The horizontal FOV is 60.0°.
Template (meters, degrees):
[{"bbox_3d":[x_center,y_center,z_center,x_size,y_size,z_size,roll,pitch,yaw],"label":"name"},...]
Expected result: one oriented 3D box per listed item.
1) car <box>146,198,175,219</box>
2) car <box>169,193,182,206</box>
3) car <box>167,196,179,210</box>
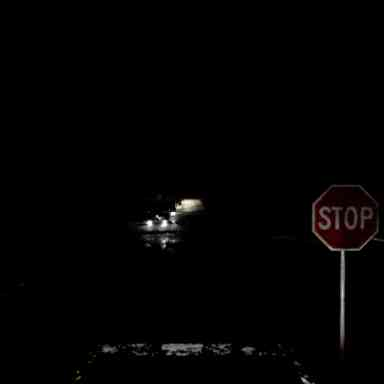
[{"bbox_3d":[-2.825,1.532,29.189,2.033,1.411,5.357,0,0,-1],"label":"car"},{"bbox_3d":[-2.836,1.173,54.441,2.150,2.045,5.566,0,0,0],"label":"car"},{"bbox_3d":[-2.852,1.500,39.085,1.812,1.442,4.674,0,0,0],"label":"car"}]
